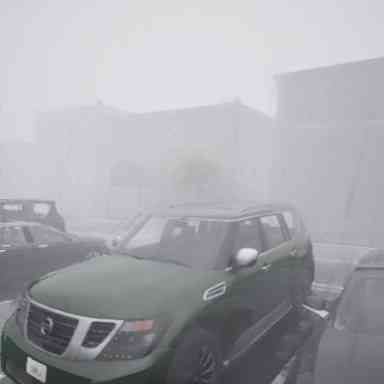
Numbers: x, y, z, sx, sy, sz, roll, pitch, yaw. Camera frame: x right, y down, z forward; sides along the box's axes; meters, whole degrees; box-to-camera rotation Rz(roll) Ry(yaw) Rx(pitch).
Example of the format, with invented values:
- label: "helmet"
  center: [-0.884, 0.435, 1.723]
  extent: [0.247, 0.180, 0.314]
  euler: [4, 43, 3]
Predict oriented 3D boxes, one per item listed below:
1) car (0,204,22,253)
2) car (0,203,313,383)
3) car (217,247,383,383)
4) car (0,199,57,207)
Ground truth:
- label: "car"
  center: [-8.868, 1.402, 11.776]
  extent: [2.185, 1.767, 4.553]
  euler: [0, 0, 35]
- label: "car"
  center: [0.219, 1.232, 5.211]
  extent: [2.435, 2.045, 5.566]
  euler: [0, 0, 36]
- label: "car"
  center: [2.518, 1.481, 3.610]
  extent: [2.231, 1.521, 4.892]
  euler: [0, 0, 36]
- label: "car"
  center: [-6.624, 1.262, 10.101]
  extent: [2.435, 2.045, 5.566]
  euler: [0, 0, 36]
